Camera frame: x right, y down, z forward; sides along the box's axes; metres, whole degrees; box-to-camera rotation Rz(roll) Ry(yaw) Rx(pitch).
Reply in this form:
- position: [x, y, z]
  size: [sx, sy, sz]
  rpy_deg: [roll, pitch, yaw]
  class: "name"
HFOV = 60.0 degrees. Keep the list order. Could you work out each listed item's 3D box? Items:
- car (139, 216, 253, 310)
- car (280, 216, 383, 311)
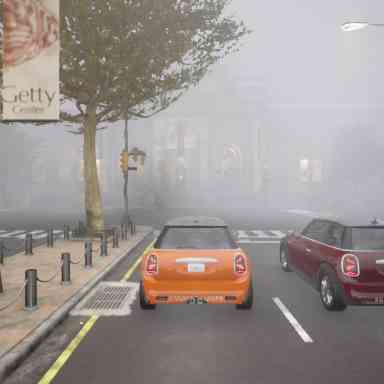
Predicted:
- position: [0.086, 1.352, 7.998]
  size: [2.097, 1.767, 4.553]
  rpy_deg: [0, 0, 0]
  class: "car"
- position: [3.586, 1.352, 7.900]
  size: [2.097, 1.767, 4.553]
  rpy_deg: [0, 0, 0]
  class: "car"
